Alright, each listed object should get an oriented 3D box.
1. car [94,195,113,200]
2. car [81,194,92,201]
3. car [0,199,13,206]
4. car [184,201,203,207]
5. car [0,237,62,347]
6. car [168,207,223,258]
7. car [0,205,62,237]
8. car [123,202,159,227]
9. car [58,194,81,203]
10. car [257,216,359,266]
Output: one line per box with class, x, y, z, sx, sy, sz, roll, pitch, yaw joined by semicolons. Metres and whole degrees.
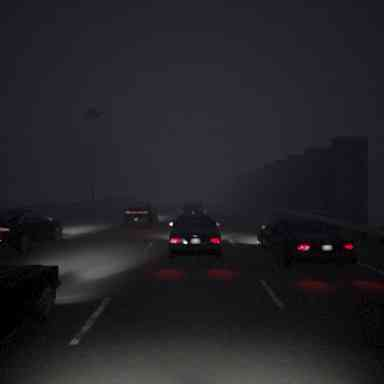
car;-16.824;1.392;65.132;2.128;1.511;4.902;0;0;1
car;-23.821;1.344;78.376;1.837;1.490;4.892;0;0;0
car;-24.425;1.523;41.416;1.895;1.301;4.718;0;0;1
car;0.132;1.539;32.452;1.895;1.301;4.718;0;0;0
car;-3.398;1.593;4.229;1.895;1.301;4.718;0;0;0
car;0.103;1.524;12.551;2.033;1.411;5.357;0;0;0
car;-6.897;1.466;13.383;2.128;1.511;4.902;0;0;0
car;-3.396;1.449;22.613;2.128;1.511;4.902;0;0;0
car;-20.536;1.422;55.161;1.812;1.442;4.674;0;0;2
car;3.603;1.526;11.372;2.033;1.411;5.357;0;0;0
